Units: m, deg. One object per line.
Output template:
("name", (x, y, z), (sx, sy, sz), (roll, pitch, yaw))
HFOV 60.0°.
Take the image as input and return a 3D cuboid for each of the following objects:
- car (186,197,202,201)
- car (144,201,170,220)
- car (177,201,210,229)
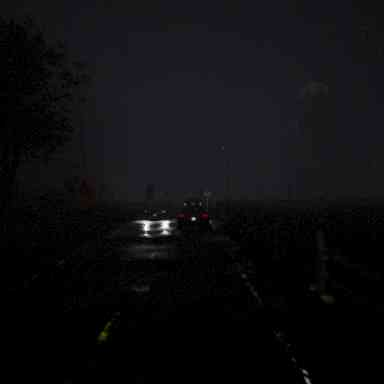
("car", (0.097, 1.304, 35.503), (2.097, 1.767, 4.553), (0, 0, 0))
("car", (-2.841, 1.486, 27.689), (1.812, 1.442, 4.674), (0, 0, 0))
("car", (0.097, 1.531, 21.426), (1.994, 1.385, 4.181), (0, 0, 0))
